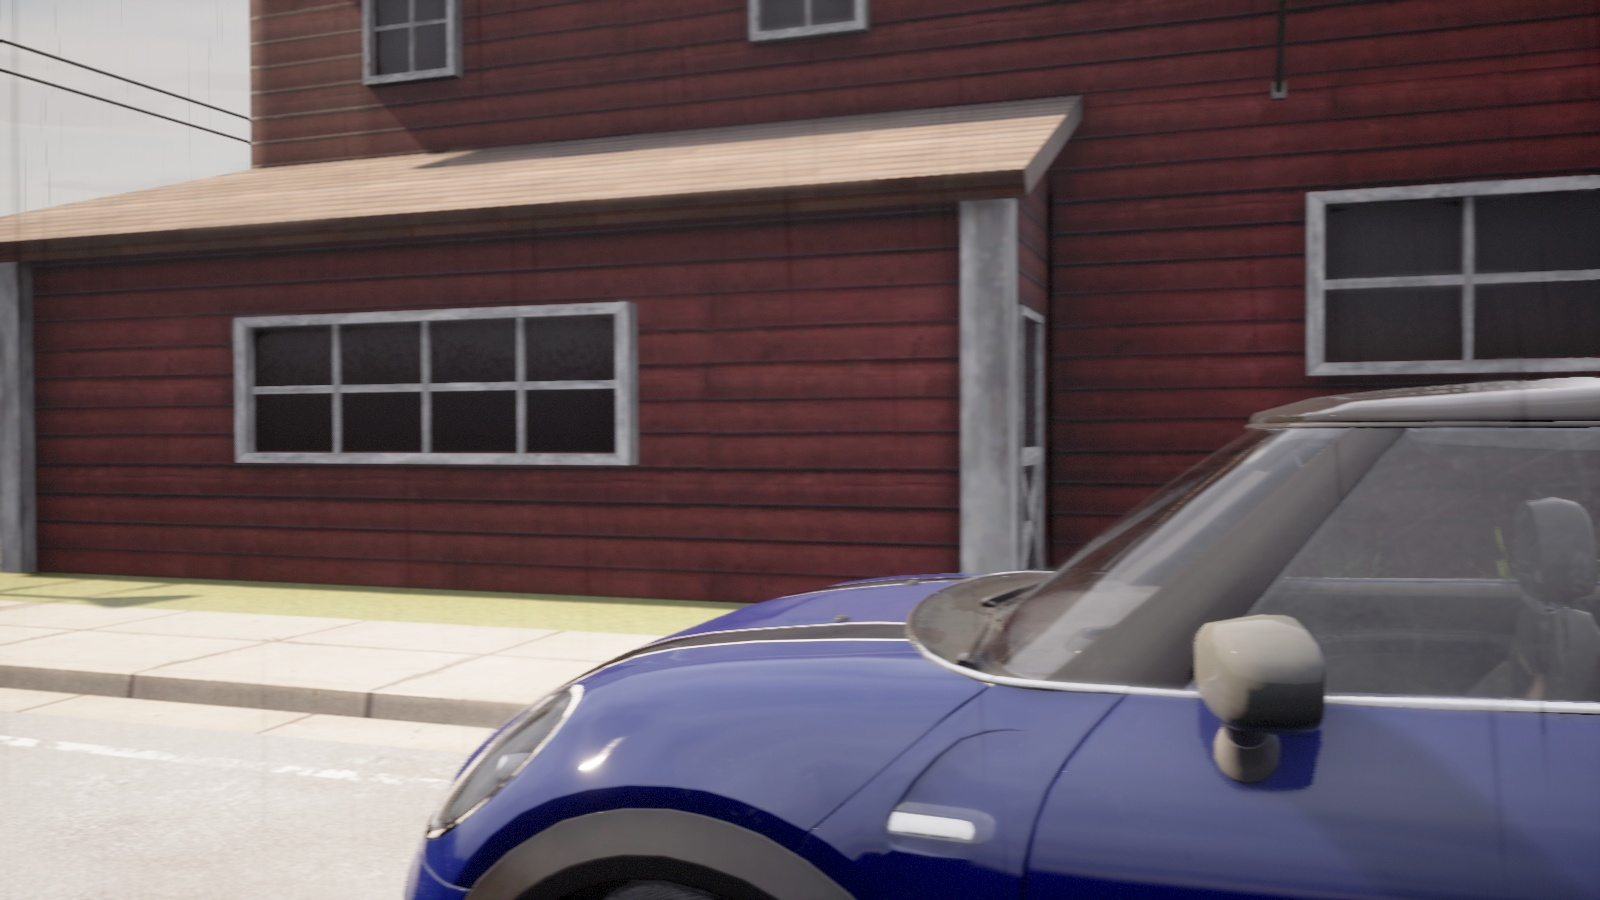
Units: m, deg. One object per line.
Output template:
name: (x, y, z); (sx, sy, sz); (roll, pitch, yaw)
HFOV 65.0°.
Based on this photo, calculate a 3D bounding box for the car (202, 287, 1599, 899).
car: (1.315, 0.646, 2.749); (4.553, 1.767, 2.097); (1, 1, 19)
